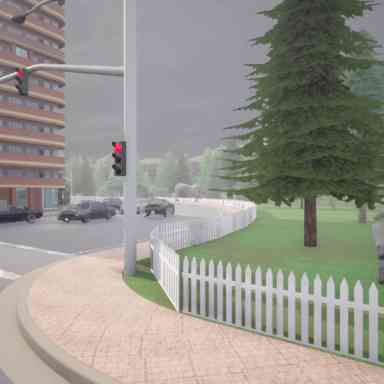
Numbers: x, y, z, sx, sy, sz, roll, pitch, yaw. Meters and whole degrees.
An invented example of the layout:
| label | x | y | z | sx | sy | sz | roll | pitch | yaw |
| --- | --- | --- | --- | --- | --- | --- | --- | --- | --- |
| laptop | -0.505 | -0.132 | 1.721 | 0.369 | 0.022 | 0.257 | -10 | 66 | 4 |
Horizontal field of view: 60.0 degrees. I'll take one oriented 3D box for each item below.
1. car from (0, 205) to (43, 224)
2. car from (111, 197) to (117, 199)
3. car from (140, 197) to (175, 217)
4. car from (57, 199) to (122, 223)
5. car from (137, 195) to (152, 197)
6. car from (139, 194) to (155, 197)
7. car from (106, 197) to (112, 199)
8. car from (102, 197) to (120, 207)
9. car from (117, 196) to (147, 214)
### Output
| label | x | y | z | sx | sy | sz | roll | pitch | yaw |
| --- | --- | --- | --- | --- | --- | --- | --- | --- | --- |
| car | -12.653 | 1.545 | 22.578 | 1.895 | 1.301 | 4.718 | 0 | 0 | 23 |
| car | -9.767 | 1.492 | 41.886 | 2.033 | 1.411 | 5.357 | 0 | 0 | -7 |
| car | -2.870 | 1.449 | 30.400 | 1.837 | 1.490 | 4.892 | 1 | 0 | 10 |
| car | -7.768 | 1.492 | 25.260 | 2.033 | 1.411 | 5.357 | 0 | 0 | 17 |
| car | -6.897 | 1.470 | 44.895 | 1.812 | 1.442 | 4.674 | 0 | 0 | -13 |
| car | -7.313 | 1.492 | 57.080 | 2.033 | 1.411 | 5.357 | 0 | 0 | -29 |
| car | -9.853 | 1.492 | 31.812 | 2.033 | 1.411 | 5.357 | 0 | 0 | 8 |
| car | -12.621 | 1.508 | 51.542 | 1.994 | 1.385 | 4.181 | 0 | 0 | -24 |
| car | -6.140 | 1.470 | 34.704 | 1.812 | 1.442 | 4.674 | 0 | 0 | 3 |
